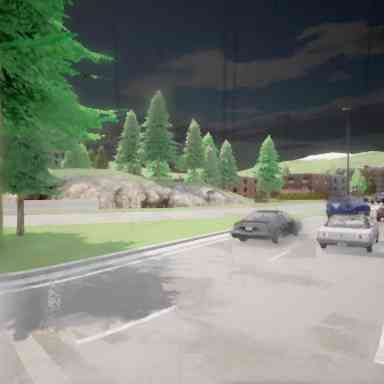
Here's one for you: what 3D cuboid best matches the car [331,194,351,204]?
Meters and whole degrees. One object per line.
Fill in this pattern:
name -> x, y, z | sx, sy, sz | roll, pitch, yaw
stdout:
car -> 28.849, 1.343, 64.399 | 4.553, 1.767, 2.097 | 0, 0, -44

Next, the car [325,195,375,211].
car -> 13.469, 1.254, 28.591 | 2.150, 2.045, 5.566 | 0, 0, 45

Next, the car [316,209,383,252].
car -> 6.670, 1.613, 13.940 | 1.895, 1.301, 4.718 | 0, 0, 33

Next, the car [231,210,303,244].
car -> 3.725, 1.560, 15.832 | 2.033, 1.411, 5.357 | 0, 0, 33

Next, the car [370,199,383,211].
car -> 15.930, 1.530, 26.102 | 1.812, 1.442, 4.674 | 0, 0, 45

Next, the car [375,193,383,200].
car -> 33.795, 1.203, 59.449 | 5.566, 2.045, 2.150 | 0, 0, -44

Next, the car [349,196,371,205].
car -> 31.296, 1.500, 61.898 | 4.902, 1.511, 2.128 | 0, 0, -44
